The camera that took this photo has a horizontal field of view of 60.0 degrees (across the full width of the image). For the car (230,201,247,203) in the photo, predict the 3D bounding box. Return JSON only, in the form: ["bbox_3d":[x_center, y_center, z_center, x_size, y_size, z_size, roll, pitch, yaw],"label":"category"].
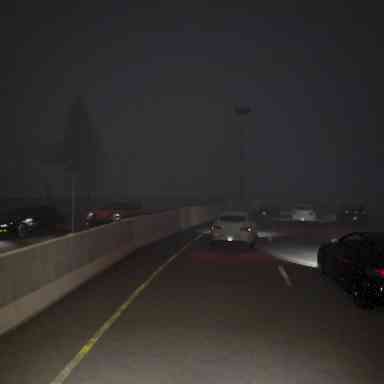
[{"bbox_3d":[7.972,1.706,55.898,1.895,1.301,4.718,1,0,35],"label":"car"}]

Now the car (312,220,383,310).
[{"bbox_3d":[4.389,1.618,7.846,1.994,1.385,4.181,1,0,7],"label":"car"}]

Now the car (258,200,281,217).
[{"bbox_3d":[7.588,1.698,33.005,1.895,1.301,4.718,1,0,23],"label":"car"}]

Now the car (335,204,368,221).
[{"bbox_3d":[12.197,1.643,25.504,2.128,1.511,4.902,1,0,19],"label":"car"}]

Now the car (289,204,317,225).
[{"bbox_3d":[8.270,1.630,24.849,1.812,1.442,4.674,1,0,18],"label":"car"}]

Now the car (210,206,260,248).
[{"bbox_3d":[1.945,1.551,14.940,1.812,1.442,4.674,1,0,12],"label":"car"}]

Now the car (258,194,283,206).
[{"bbox_3d":[13.637,1.382,57.788,2.150,2.045,5.566,1,0,37],"label":"car"}]

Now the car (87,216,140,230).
[{"bbox_3d":[-4.290,1.303,19.509,2.097,1.767,4.553,1,0,14],"label":"car"}]
